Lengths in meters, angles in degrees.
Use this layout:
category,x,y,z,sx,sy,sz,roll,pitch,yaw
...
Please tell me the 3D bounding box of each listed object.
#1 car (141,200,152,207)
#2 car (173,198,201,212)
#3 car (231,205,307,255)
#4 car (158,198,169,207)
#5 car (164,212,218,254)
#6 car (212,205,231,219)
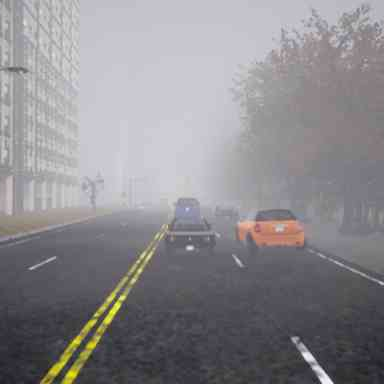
category,x,y,z,sx,sy,sz,roll,pitch,yaw
car,-8.675,2.214,63.909,1.895,1.301,4.718,0,-1,-3
car,-0.430,1.493,29.110,2.150,2.045,5.566,0,0,-2
car,3.139,1.451,14.170,2.097,1.767,4.553,-1,-2,-1
car,-5.433,1.964,63.977,2.097,1.767,4.553,0,-1,-3
car,-0.095,1.735,14.164,1.895,1.301,4.718,0,-1,-1
car,2.801,1.837,29.293,1.895,1.301,4.718,-2,-2,-2
